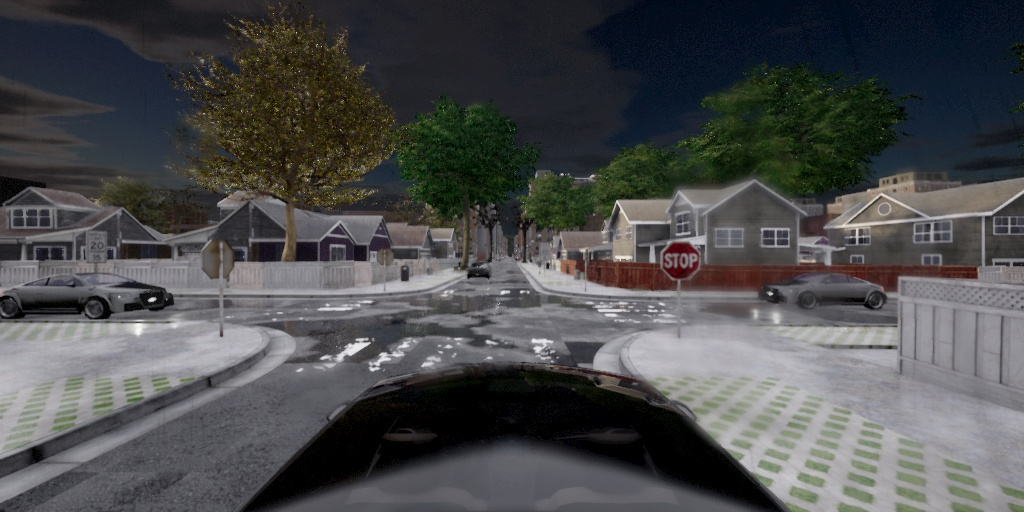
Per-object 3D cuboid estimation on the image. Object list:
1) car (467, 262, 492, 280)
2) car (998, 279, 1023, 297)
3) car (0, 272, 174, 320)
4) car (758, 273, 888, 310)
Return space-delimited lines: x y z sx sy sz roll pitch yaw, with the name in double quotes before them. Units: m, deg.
"car" -2.783 1.231 31.493 1.882 1.535 5.008 0 0 0
"car" 23.159 1.373 14.738 4.902 1.511 2.128 0 0 -1
"car" -13.778 1.244 11.739 4.181 1.385 1.994 0 0 0
"car" 12.616 1.385 14.722 4.181 1.385 1.994 0 0 0
